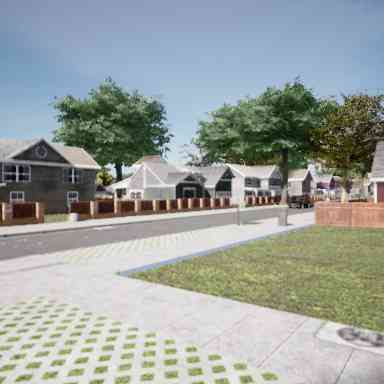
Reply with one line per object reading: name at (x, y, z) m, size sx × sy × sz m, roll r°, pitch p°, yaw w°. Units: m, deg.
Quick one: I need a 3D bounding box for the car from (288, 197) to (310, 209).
car at (15.008, 1.531, 46.409) m, size 1.837 × 1.490 × 4.892 m, roll 0°, pitch 0°, yaw 37°
